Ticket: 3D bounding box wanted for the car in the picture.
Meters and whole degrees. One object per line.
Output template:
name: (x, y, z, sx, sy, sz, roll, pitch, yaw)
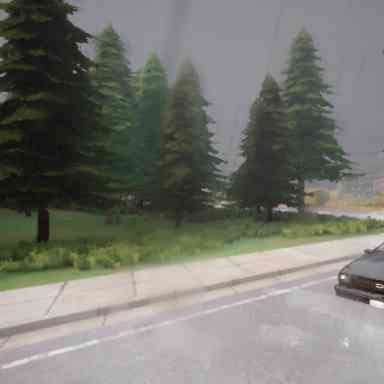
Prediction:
car: (5.378, 1.565, 7.433, 5.357, 1.411, 2.033, 0, 0, -37)
